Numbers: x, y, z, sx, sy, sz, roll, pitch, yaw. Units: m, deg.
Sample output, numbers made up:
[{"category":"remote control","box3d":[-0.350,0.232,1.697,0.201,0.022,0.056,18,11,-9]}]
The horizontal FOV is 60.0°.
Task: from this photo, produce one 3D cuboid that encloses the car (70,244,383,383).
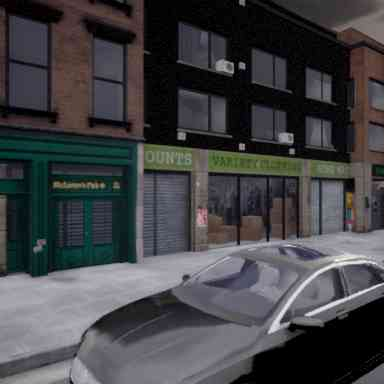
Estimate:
[{"category":"car","box3d":[1.067,1.491,4.139,4.902,1.511,2.128,0,0,-35]}]
